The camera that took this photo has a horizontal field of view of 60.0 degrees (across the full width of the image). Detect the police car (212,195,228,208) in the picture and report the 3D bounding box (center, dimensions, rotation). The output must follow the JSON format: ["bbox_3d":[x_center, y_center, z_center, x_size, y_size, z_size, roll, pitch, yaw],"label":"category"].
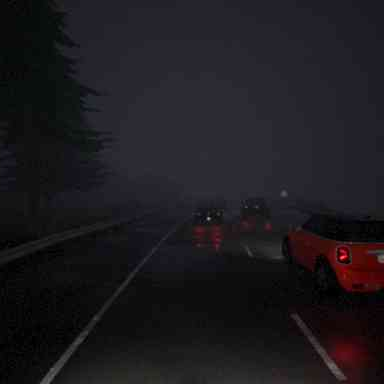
[{"bbox_3d":[3.386,1.180,41.196,1.930,1.638,5.238,0,1,9],"label":"police car"}]

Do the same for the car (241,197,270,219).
[{"bbox_3d":[5.159,1.191,27.559,2.097,1.767,4.553,0,0,6],"label":"car"}]

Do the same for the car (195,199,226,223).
[{"bbox_3d":[1.289,1.457,24.042,1.895,1.301,4.718,0,0,5],"label":"car"}]

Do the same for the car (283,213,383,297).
[{"bbox_3d":[3.830,1.303,8.586,2.097,1.767,4.553,0,0,2],"label":"car"}]
